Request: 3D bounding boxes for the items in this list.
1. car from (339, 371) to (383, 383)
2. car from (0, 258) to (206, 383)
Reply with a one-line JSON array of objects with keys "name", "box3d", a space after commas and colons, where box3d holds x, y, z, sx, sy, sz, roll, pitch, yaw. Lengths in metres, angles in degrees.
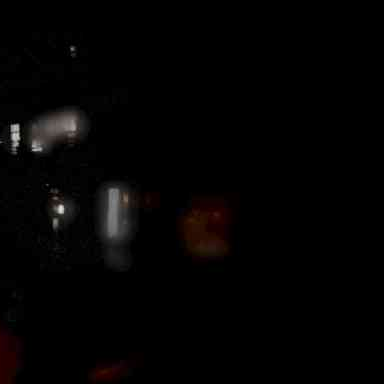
[{"name": "car", "box3d": [2.626, 1.541, 0.999, 4.507, 1.381, 1.887, 0, 0, 36]}, {"name": "car", "box3d": [-1.958, 1.555, 4.269, 4.507, 1.381, 1.887, 0, 0, 36]}]
